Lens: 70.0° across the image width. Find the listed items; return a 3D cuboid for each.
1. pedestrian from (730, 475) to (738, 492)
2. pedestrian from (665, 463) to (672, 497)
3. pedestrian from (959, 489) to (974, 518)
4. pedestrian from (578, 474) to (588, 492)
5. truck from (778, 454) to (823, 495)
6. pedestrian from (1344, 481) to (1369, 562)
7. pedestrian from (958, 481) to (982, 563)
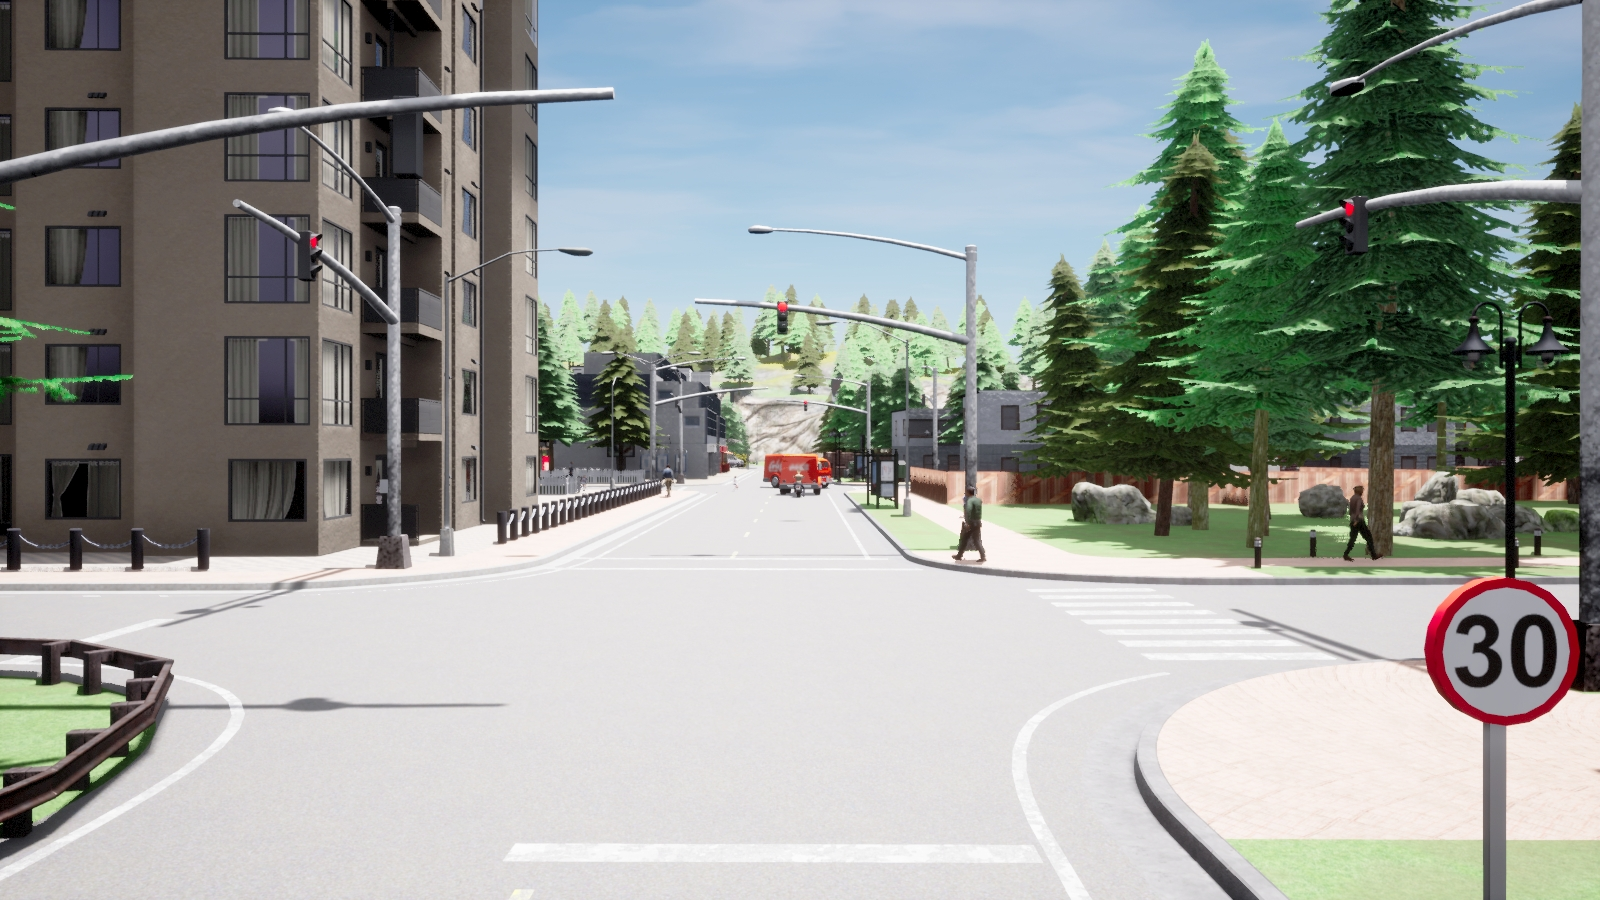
[{"bbox_3d":[-4.333,2.168,74.826,0.500,1.100,0.500,0,0,-3],"label":"pedestrian"},{"bbox_3d":[-7.217,1.639,62.795,0.375,1.860,0.375,0,0,-2],"label":"pedestrian"},{"bbox_3d":[6.331,2.032,43.382,0.500,1.100,0.500,0,0,-1],"label":"pedestrian"},{"bbox_3d":[-13.484,2.025,71.109,0.500,1.100,0.500,0,0,5],"label":"pedestrian"},{"bbox_3d":[0.071,1.506,71.518,2.627,2.467,5.204,0,0,3],"label":"truck"},{"bbox_3d":[12.925,1.647,26.531,0.375,1.860,0.375,0,0,-6],"label":"pedestrian"},{"bbox_3d":[3.952,1.660,26.566,0.375,1.860,0.375,0,0,-39],"label":"pedestrian"}]
